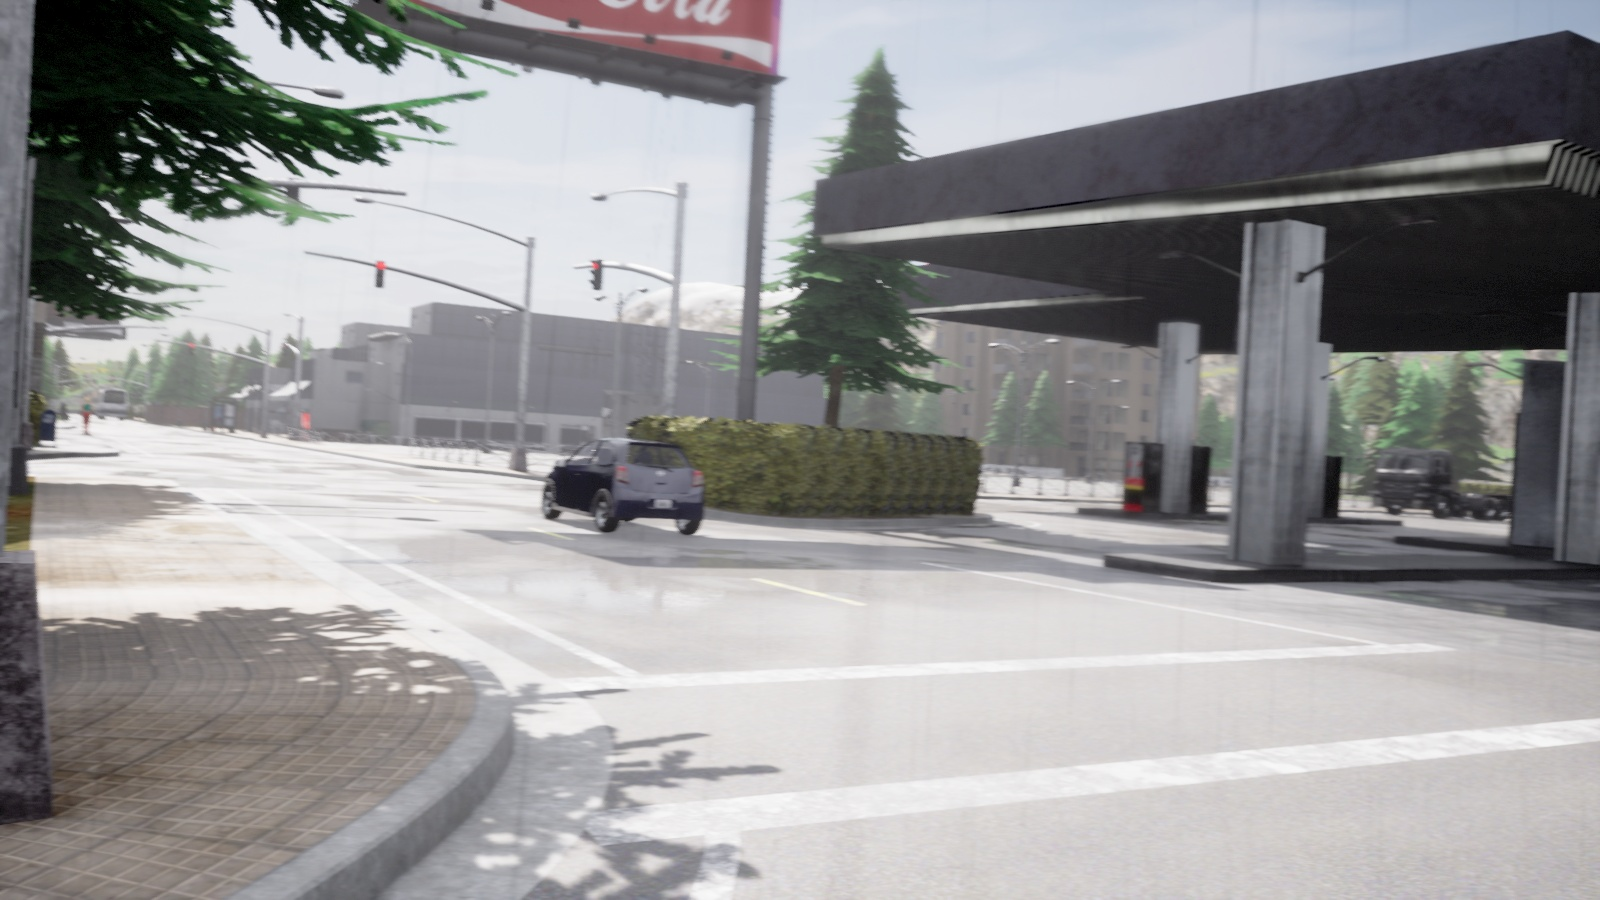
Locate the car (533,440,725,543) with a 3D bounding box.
[{"bbox_3d":[-2.971,0.655,21.216,1.845,1.501,3.633,3,0,-31],"label":"car"}]

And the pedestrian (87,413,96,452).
[{"bbox_3d":[-34.015,-0.854,60.289,0.345,1.836,0.594,2,0,-31],"label":"pedestrian"}]

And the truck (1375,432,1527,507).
[{"bbox_3d":[32.486,1.000,62.572,7.936,3.462,2.891,2,0,-31],"label":"truck"}]
